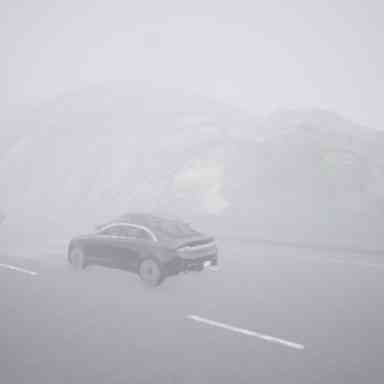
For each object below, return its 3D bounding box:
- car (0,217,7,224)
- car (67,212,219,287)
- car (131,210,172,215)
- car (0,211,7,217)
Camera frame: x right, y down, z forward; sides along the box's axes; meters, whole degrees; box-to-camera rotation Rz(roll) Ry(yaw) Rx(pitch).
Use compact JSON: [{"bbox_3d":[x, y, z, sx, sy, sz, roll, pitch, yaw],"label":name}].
[{"bbox_3d":[-7.460,1.490,9.422,4.902,1.511,2.128,0,0,36],"label":"car"},{"bbox_3d":[-1.586,1.518,9.438,4.902,1.511,2.128,0,0,37],"label":"car"},{"bbox_3d":[-2.244,1.545,14.275,4.892,1.490,1.837,0,0,36],"label":"car"},{"bbox_3d":[-15.281,1.612,23.797,4.718,1.301,1.895,0,0,36],"label":"car"}]
